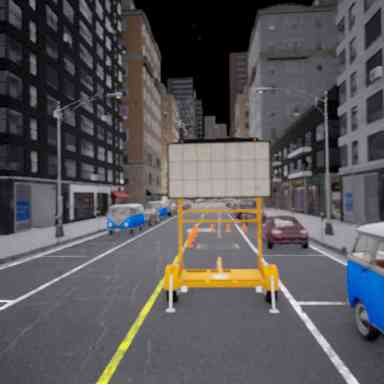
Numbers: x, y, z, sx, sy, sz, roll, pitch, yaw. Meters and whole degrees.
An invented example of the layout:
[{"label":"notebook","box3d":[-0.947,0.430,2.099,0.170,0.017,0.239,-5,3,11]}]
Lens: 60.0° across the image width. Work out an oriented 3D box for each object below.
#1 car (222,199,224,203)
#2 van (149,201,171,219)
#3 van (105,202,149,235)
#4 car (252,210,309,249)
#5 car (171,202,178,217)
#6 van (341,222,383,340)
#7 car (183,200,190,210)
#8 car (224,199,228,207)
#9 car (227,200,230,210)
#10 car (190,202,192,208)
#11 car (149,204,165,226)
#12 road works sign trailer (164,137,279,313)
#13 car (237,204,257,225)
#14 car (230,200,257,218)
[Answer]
[{"label":"car","box3d":[7.385,2.258,64.348,1.947,1.339,4.313,-1,-1,4]},{"label":"van","box3d":[-3.374,1.794,32.001,1.690,1.788,3.998,-1,-1,4]},{"label":"van","box3d":[-4.124,1.669,21.026,1.690,1.788,3.998,-1,-1,4]},{"label":"car","box3d":[4.010,1.704,14.954,1.802,1.307,4.206,-1,-1,4]},{"label":"car","box3d":[-2.995,2.082,37.487,1.947,1.339,4.313,-1,-1,4]},{"label":"van","box3d":[3.256,1.340,3.981,1.690,1.788,3.998,-1,-1,4]},{"label":"car","box3d":[-1.869,2.273,53.951,1.947,1.339,4.313,-1,-1,4]},{"label":"car","box3d":[6.634,2.114,53.372,2.008,1.369,4.403,-1,-1,4]},{"label":"car","box3d":[5.883,1.875,42.397,1.967,1.590,4.097,-1,-1,4]},{"label":"car","box3d":[-1.495,2.353,59.439,1.802,1.307,4.206,-1,-1,4]},{"label":"car","box3d":[-3.745,1.941,26.510,2.008,1.369,4.403,-1,-1,4]},{"label":"road works sign trailer","box3d":[0.644,0.553,7.855,2.380,3.560,2.880,-1,-1,4]},{"label":"car","box3d":[4.760,1.828,25.930,1.802,1.307,4.206,-1,-1,4]},{"label":"car","box3d":[5.130,1.624,31.422,2.192,1.841,5.009,-1,-1,4]}]
